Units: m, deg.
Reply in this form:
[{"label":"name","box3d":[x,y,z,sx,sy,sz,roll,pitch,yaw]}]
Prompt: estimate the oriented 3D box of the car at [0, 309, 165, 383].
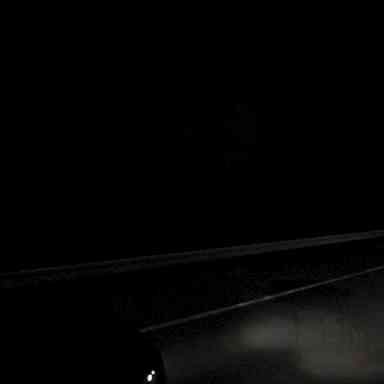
[{"label":"car","box3d":[-2.444,1.485,2.040,4.902,1.511,2.128,1,0,-36]}]
